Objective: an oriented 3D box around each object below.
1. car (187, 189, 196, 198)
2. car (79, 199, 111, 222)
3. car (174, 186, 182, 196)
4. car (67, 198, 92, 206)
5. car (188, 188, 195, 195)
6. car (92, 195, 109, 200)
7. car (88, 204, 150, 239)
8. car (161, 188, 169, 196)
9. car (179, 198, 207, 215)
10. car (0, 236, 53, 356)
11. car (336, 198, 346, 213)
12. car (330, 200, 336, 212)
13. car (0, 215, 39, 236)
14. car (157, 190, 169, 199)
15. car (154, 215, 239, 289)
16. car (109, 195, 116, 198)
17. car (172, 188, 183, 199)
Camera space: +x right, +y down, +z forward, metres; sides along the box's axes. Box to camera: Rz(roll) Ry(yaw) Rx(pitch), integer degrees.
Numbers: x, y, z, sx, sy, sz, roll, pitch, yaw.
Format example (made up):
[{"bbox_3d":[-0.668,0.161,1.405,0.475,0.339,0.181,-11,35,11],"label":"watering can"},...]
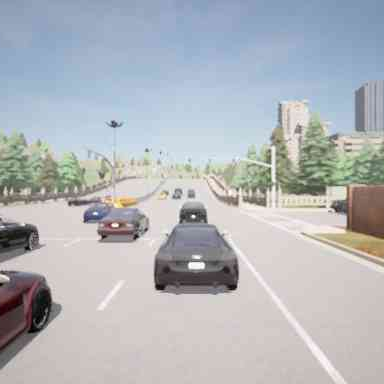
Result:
[{"bbox_3d":[-0.145,0.693,82.074,1.837,1.490,4.892,0,5,0],"label":"car"},{"bbox_3d":[-6.908,1.518,25.821,1.994,1.385,4.181,0,0,0],"label":"car"},{"bbox_3d":[-3.685,-0.178,88.957,2.150,2.045,5.566,0,7,0],"label":"car"},{"bbox_3d":[-17.584,1.509,51.345,1.895,1.301,4.718,0,0,0],"label":"car"},{"bbox_3d":[-0.201,-0.132,91.622,1.994,1.385,4.181,0,7,0],"label":"car"},{"bbox_3d":[-17.528,1.438,61.219,2.033,1.411,5.357,0,0,0],"label":"car"},{"bbox_3d":[-3.405,1.516,17.226,2.033,1.411,5.357,0,0,0],"label":"car"},{"bbox_3d":[-7.185,0.076,88.936,1.882,1.535,5.008,0,7,0],"label":"car"},{"bbox_3d":[0.093,1.435,24.088,1.882,1.535,5.008,0,0,0],"label":"car"},{"bbox_3d":[-3.401,1.556,4.103,1.994,1.385,4.181,0,0,0],"label":"car"},{"bbox_3d":[16.959,1.166,31.164,5.566,2.045,2.150,0,0,-4],"label":"car"},{"bbox_3d":[17.402,1.160,34.616,5.566,2.045,2.150,0,0,0],"label":"car"},{"bbox_3d":[-6.903,1.472,11.078,2.128,1.511,4.902,0,0,0],"label":"car"},{"bbox_3d":[-7.127,0.884,78.922,1.882,1.535,5.008,0,3,0],"label":"car"},{"bbox_3d":[0.097,1.548,9.163,1.994,1.385,4.181,0,0,0],"label":"car"},{"bbox_3d":[-17.582,1.276,71.165,1.812,1.442,4.674,0,1,0],"label":"car"},{"bbox_3d":[-3.627,0.763,78.905,2.097,1.767,4.553,0,3,0],"label":"car"}]
